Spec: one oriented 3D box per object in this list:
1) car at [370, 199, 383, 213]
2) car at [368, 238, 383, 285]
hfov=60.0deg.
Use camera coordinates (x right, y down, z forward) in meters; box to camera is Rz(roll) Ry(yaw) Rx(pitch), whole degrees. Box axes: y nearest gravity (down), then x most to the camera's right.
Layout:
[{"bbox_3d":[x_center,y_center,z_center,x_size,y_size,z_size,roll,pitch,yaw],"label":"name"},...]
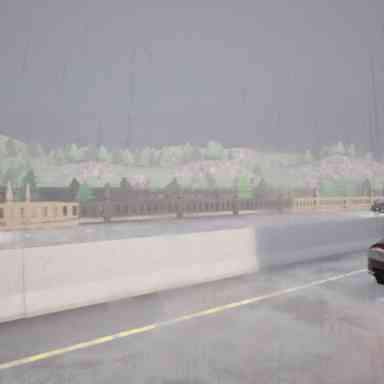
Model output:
[{"bbox_3d":[21.586,1.510,36.596,4.892,1.490,1.837,0,0,-35],"label":"car"},{"bbox_3d":[6.252,1.493,8.212,4.902,1.511,2.128,0,0,-36],"label":"car"}]
